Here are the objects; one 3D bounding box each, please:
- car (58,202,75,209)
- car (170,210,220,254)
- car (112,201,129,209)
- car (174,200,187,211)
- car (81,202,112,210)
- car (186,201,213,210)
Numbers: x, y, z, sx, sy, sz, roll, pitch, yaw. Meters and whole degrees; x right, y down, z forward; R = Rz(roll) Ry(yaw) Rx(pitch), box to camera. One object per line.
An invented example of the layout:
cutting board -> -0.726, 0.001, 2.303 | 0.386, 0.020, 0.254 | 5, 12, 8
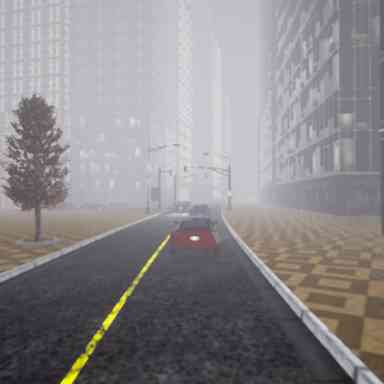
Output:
car -> -24.758, 2.625, 64.282 | 4.313, 1.339, 1.947 | -1, 0, 13
car -> 0.162, 1.696, 14.247 | 1.994, 1.385, 4.181 | 0, 0, 2
car -> -13.804, 2.388, 61.722 | 4.403, 1.369, 2.008 | -1, 0, 13
car -> -1.182, 1.879, 44.156 | 2.128, 1.511, 4.902 | 0, -1, 5
car -> -15.712, 2.281, 53.563 | 4.403, 1.369, 2.008 | -1, 0, 13
car -> 0.787, 1.743, 29.367 | 1.882, 1.535, 5.008 | 0, 0, 4
